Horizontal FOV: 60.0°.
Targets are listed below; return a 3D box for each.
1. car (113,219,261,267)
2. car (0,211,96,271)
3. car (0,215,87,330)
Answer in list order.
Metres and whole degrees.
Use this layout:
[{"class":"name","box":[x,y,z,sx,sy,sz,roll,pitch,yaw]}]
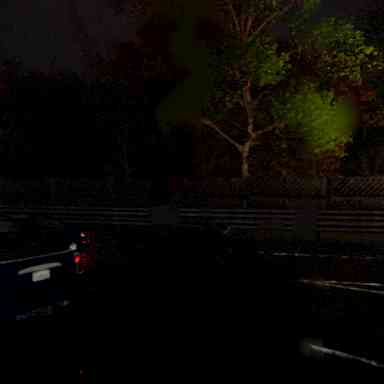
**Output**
[{"class":"car","box":[-0.161,1.573,11.053,4.718,1.301,1.895,0,0,16]},{"class":"car","box":[-5.651,1.498,11.316,4.674,1.442,1.812,0,0,30]},{"class":"car","box":[-4.196,1.339,6.431,4.553,1.767,2.097,0,0,32]}]
